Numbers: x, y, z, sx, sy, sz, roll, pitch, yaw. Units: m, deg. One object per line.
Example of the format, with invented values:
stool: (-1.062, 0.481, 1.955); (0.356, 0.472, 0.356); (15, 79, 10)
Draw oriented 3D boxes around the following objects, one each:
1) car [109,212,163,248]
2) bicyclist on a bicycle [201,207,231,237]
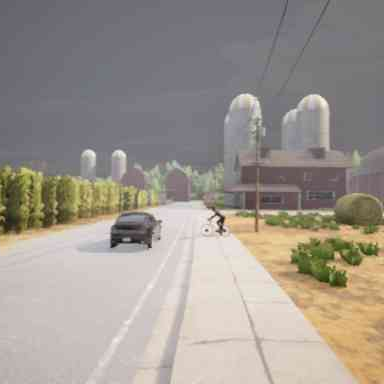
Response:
car: (-2.598, 1.741, 15.983); (1.837, 1.490, 4.892); (1, -1, 2)
bicyclist on a bicycle: (1.300, 1.623, 18.042); (1.656, 1.620, 0.582); (0, -1, 1)
